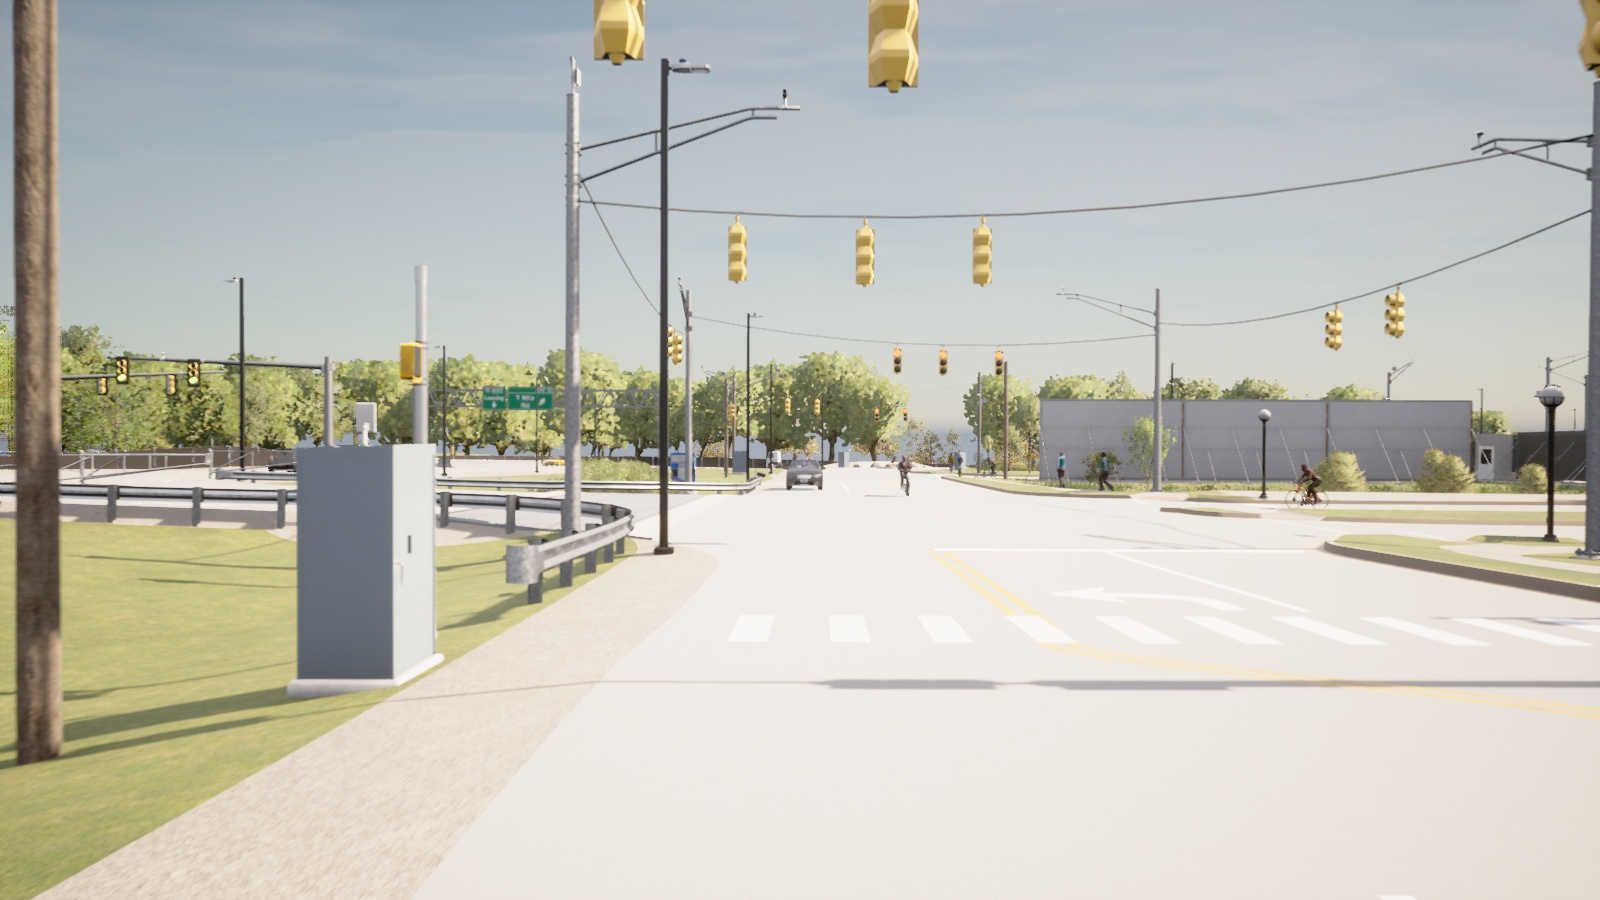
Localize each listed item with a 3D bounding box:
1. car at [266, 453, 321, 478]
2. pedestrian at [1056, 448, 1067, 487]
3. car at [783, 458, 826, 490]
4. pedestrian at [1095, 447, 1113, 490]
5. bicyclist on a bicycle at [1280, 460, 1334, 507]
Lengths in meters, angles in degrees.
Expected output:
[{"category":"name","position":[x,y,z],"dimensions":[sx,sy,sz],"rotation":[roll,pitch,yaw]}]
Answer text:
[{"category":"car","position":[-30.704,0.945,76.195],"dimensions":[1.845,1.501,3.633],"rotation":[0,-1,1]},{"category":"pedestrian","position":[13.150,0.870,63.250],"dimensions":[0.396,1.930,0.692],"rotation":[0,1,0]},{"category":"car","position":[0.259,1.203,63.679],"dimensions":[2.128,1.511,4.902],"rotation":[0,0,1]},{"category":"pedestrian","position":[13.613,0.819,56.220],"dimensions":[0.692,1.930,0.396],"rotation":[1,1,42]},{"category":"bicyclist on a bicycle","position":[18.075,1.182,44.818],"dimensions":[1.656,1.620,0.582],"rotation":[2,0,-6]}]
